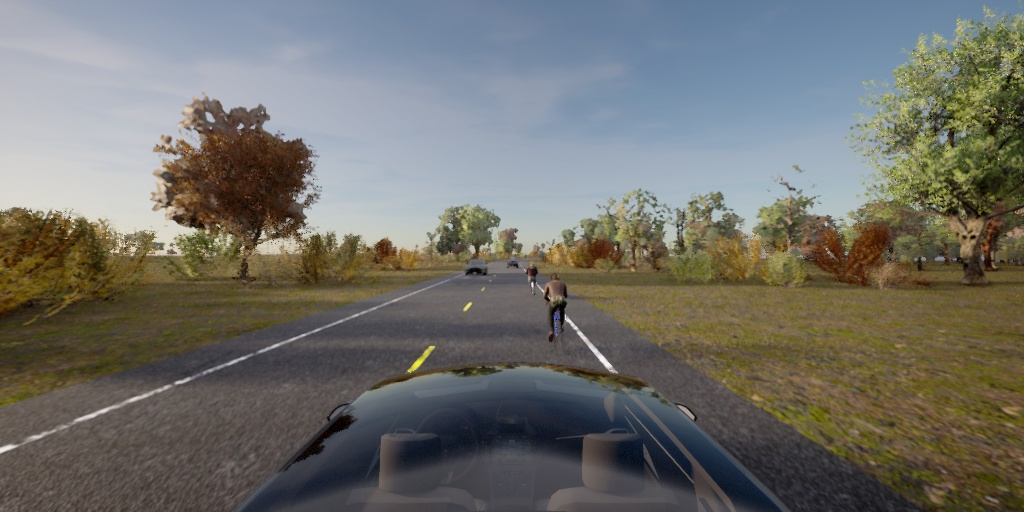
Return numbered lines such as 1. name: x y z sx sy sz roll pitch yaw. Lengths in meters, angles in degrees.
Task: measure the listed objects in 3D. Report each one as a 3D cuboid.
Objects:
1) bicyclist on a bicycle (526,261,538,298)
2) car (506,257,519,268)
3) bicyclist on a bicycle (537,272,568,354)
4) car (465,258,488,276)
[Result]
1. bicyclist on a bicycle: 0.970 1.119 17.503 0.659 1.776 1.843 0 0 0
2. car: 0.119 1.205 59.892 1.837 1.490 4.892 0 0 0
3. bicyclist on a bicycle: 0.966 1.203 7.840 0.582 1.620 1.656 0 0 0
4. car: -3.587 1.088 36.937 2.097 1.767 4.553 0 0 0
